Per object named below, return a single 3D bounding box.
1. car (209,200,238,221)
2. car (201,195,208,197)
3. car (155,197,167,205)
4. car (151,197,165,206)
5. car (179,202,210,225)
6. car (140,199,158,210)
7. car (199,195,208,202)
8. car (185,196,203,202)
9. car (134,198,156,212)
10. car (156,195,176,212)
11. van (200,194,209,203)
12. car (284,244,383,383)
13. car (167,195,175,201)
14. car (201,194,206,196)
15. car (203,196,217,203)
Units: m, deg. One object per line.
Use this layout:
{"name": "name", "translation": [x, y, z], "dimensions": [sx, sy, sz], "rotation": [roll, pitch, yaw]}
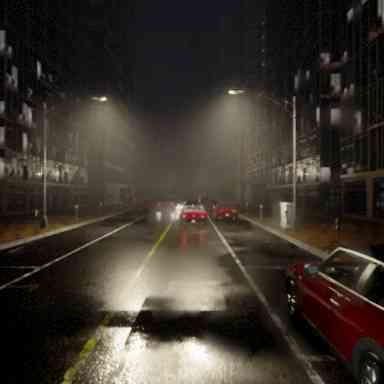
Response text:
{"name": "car", "translation": [2.686, 1.590, 27.465], "dimensions": [1.887, 1.381, 4.507], "rotation": [0, 0, 0]}
{"name": "car", "translation": [2.679, 1.634, 55.926], "dimensions": [1.947, 1.339, 4.313], "rotation": [0, 0, 0]}
{"name": "car", "translation": [-5.703, 1.637, 61.625], "dimensions": [1.947, 1.339, 4.313], "rotation": [0, 0, 0]}
{"name": "car", "translation": [-5.701, 1.613, 55.932], "dimensions": [1.887, 1.381, 4.507], "rotation": [0, 0, 0]}
{"name": "car", "translation": [0.096, 1.642, 24.114], "dimensions": [1.895, 1.301, 4.718], "rotation": [0, 0, 0]}
{"name": "car", "translation": [-5.699, 1.643, 44.547], "dimensions": [1.802, 1.307, 4.206], "rotation": [0, 0, 0]}
{"name": "car", "translation": [2.675, 1.515, 78.695], "dimensions": [1.967, 1.590, 4.097], "rotation": [0, 0, 0]}
{"name": "car", "translation": [0.091, 1.623, 42.582], "dimensions": [1.994, 1.385, 4.181], "rotation": [0, 0, 0]}
{"name": "car", "translation": [-5.697, 1.601, 38.854], "dimensions": [1.887, 1.381, 4.507], "rotation": [0, 0, 0]}
{"name": "car", "translation": [-3.010, 1.409, 40.262], "dimensions": [2.097, 1.767, 4.553], "rotation": [0, 0, 0]}
{"name": "van", "translation": [2.676, 1.416, 73.004], "dimensions": [1.690, 1.788, 3.998], "rotation": [0, 0, 0]}
{"name": "car", "translation": [2.690, 1.449, 4.695], "dimensions": [1.967, 1.590, 4.097], "rotation": [0, 0, 0]}
{"name": "car", "translation": [-5.709, 1.598, 89.918], "dimensions": [1.752, 1.417, 4.829], "rotation": [0, 0, 0]}
{"name": "car", "translation": [2.677, 1.639, 67.310], "dimensions": [1.947, 1.339, 4.313], "rotation": [0, 0, 0]}
{"name": "car", "translation": [2.682, 1.627, 44.541], "dimensions": [1.947, 1.339, 4.313], "rotation": [0, 0, 0]}
